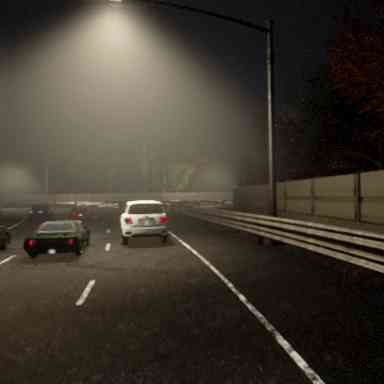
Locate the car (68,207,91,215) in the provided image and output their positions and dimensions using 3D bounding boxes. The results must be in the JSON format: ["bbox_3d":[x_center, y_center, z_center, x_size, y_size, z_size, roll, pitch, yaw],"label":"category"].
[{"bbox_3d":[-11.103,2.144,32.814,1.994,1.385,4.181,0,-1,-21],"label":"car"}]

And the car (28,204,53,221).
[{"bbox_3d":[-15.150,1.997,33.421,2.097,1.767,4.553,-1,-1,-23],"label":"car"}]

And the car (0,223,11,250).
[{"bbox_3d":[-8.821,1.646,12.987,2.097,1.767,4.553,-1,-1,-11],"label":"car"}]

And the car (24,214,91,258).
[{"bbox_3d":[-5.430,1.860,14.036,1.895,1.301,4.718,-1,-1,-11],"label":"car"}]

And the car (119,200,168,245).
[{"bbox_3d":[-2.608,1.486,17.531,2.150,2.045,5.566,-1,-1,-13],"label":"car"}]

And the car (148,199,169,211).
[{"bbox_3d":[-5.473,2.133,54.553,2.097,1.767,4.553,-1,-1,12],"label":"car"}]
